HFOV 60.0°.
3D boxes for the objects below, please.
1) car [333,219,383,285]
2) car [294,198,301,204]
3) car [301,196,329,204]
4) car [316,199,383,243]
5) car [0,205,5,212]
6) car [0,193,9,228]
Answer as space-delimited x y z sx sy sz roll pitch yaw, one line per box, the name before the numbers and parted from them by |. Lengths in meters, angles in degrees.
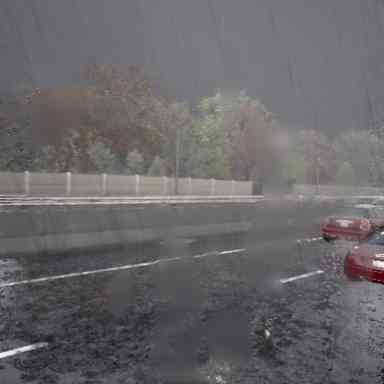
car | 5.732 1.578 8.582 4.181 1.385 1.994 1 1 -39
car | 17.136 1.345 49.310 4.892 1.490 1.837 1 0 -38
car | 17.546 1.432 45.175 5.357 1.411 2.033 1 1 -39
car | 7.788 1.345 14.708 4.553 1.767 2.097 1 1 -39
car | -10.490 1.162 13.789 4.902 1.511 2.128 1 1 -39
car | -12.115 0.962 16.964 4.553 1.767 2.097 1 1 -39
